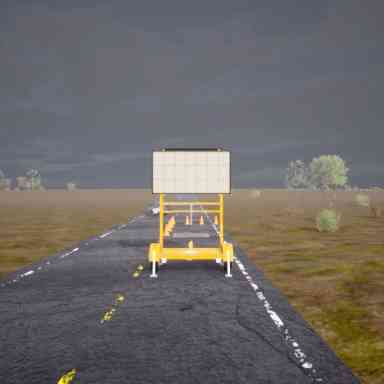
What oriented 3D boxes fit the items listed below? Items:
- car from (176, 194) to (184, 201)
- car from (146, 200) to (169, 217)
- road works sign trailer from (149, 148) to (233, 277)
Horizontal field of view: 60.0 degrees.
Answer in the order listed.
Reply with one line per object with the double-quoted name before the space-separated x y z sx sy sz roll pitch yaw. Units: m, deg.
"car" -3.180 1.352 88.643 2.097 1.767 4.553 0 0 0
"car" -3.164 1.491 31.401 2.128 1.511 4.902 0 0 0
"road works sign trailer" -0.021 0.464 10.237 2.380 3.560 2.880 0 0 0
